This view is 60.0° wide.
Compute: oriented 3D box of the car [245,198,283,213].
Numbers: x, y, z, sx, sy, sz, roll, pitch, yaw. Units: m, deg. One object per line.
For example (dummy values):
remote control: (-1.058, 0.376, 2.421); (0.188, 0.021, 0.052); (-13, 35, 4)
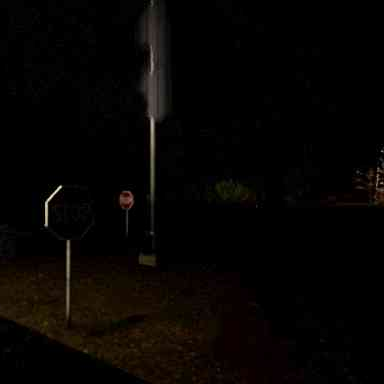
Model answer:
car: (8.765, 1.685, 39.986); (2.033, 1.411, 5.357); (0, 0, 34)

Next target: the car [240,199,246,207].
car: (9.467, 1.661, 53.610); (2.128, 1.511, 4.902); (0, 0, 34)

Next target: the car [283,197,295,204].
car: (20.031, 1.749, 69.346); (1.994, 1.385, 4.181); (0, 0, 34)
